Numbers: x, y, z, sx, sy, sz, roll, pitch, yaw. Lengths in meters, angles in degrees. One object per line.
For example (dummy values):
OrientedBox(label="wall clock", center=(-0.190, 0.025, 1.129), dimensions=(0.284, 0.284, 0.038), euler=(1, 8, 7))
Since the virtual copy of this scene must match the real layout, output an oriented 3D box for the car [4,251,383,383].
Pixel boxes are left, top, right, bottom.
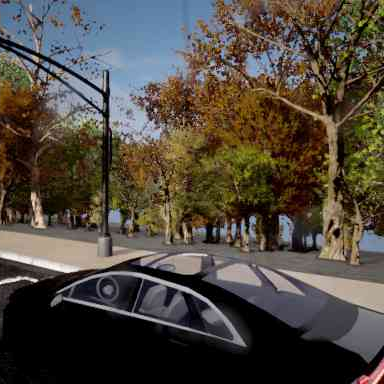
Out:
OrientedBox(label="car", center=(-0.365, 1.490, 3.952), dimensions=(4.902, 1.511, 2.128), euler=(0, 0, 36))
